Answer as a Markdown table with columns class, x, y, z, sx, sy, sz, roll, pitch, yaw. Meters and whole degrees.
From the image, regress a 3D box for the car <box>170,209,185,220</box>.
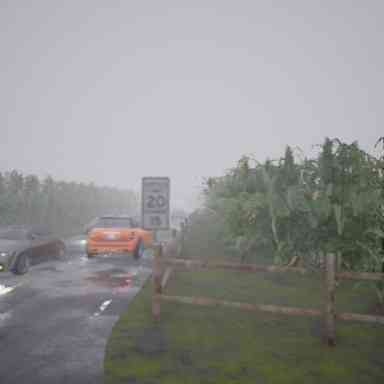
| class | x | y | z | sx | sy | sz | roll | pitch | yaw |
| --- | --- | --- | --- | --- | --- | --- | --- | --- | --- |
| car | -1.923 | 2.934 | 44.862 | 2.033 | 1.411 | 5.357 | 0 | -2 | 2 |

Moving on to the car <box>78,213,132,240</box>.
| class | x | y | z | sx | sy | sz | roll | pitch | yaw |
| --- | --- | --- | --- | --- | --- | --- | --- | --- | --- |
| car | -5.616 | 2.180 | 22.238 | 2.033 | 1.411 | 5.357 | 0 | -2 | 2 |

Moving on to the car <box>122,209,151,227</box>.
| class | x | y | z | sx | sy | sz | roll | pitch | yaw |
| --- | --- | --- | --- | --- | --- | --- | --- | --- | --- |
| car | -5.277 | 2.456 | 32.203 | 1.837 | 1.490 | 4.892 | 0 | -2 | 2 |

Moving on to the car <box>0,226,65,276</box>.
| class | x | y | z | sx | sy | sz | roll | pitch | yaw |
| --- | --- | --- | --- | --- | --- | --- | --- | --- | --- |
| car | -5.985 | 1.852 | 11.293 | 1.994 | 1.385 | 4.181 | 0 | -2 | 2 |

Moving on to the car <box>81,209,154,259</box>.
| class | x | y | z | sx | sy | sz | roll | pitch | yaw |
| --- | --- | --- | --- | --- | --- | --- | --- | --- | --- |
| car | -2.958 | 1.770 | 14.701 | 2.097 | 1.767 | 4.553 | 0 | -2 | 3 |
